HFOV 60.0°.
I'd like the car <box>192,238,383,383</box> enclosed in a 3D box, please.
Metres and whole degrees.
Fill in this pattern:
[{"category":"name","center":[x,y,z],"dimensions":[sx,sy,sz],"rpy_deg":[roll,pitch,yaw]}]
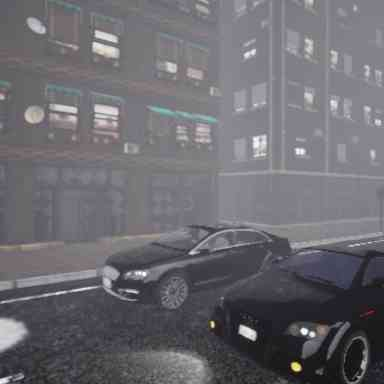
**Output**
[{"category":"car","center":[2.322,1.599,5.339],"dimensions":[4.181,1.385,1.994],"rpy_deg":[1,0,-35]}]

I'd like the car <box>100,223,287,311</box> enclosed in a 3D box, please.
[{"category":"car","center":[0.341,1.526,7.919],"dimensions":[4.902,1.511,2.128],"rpy_deg":[1,0,-35]}]
